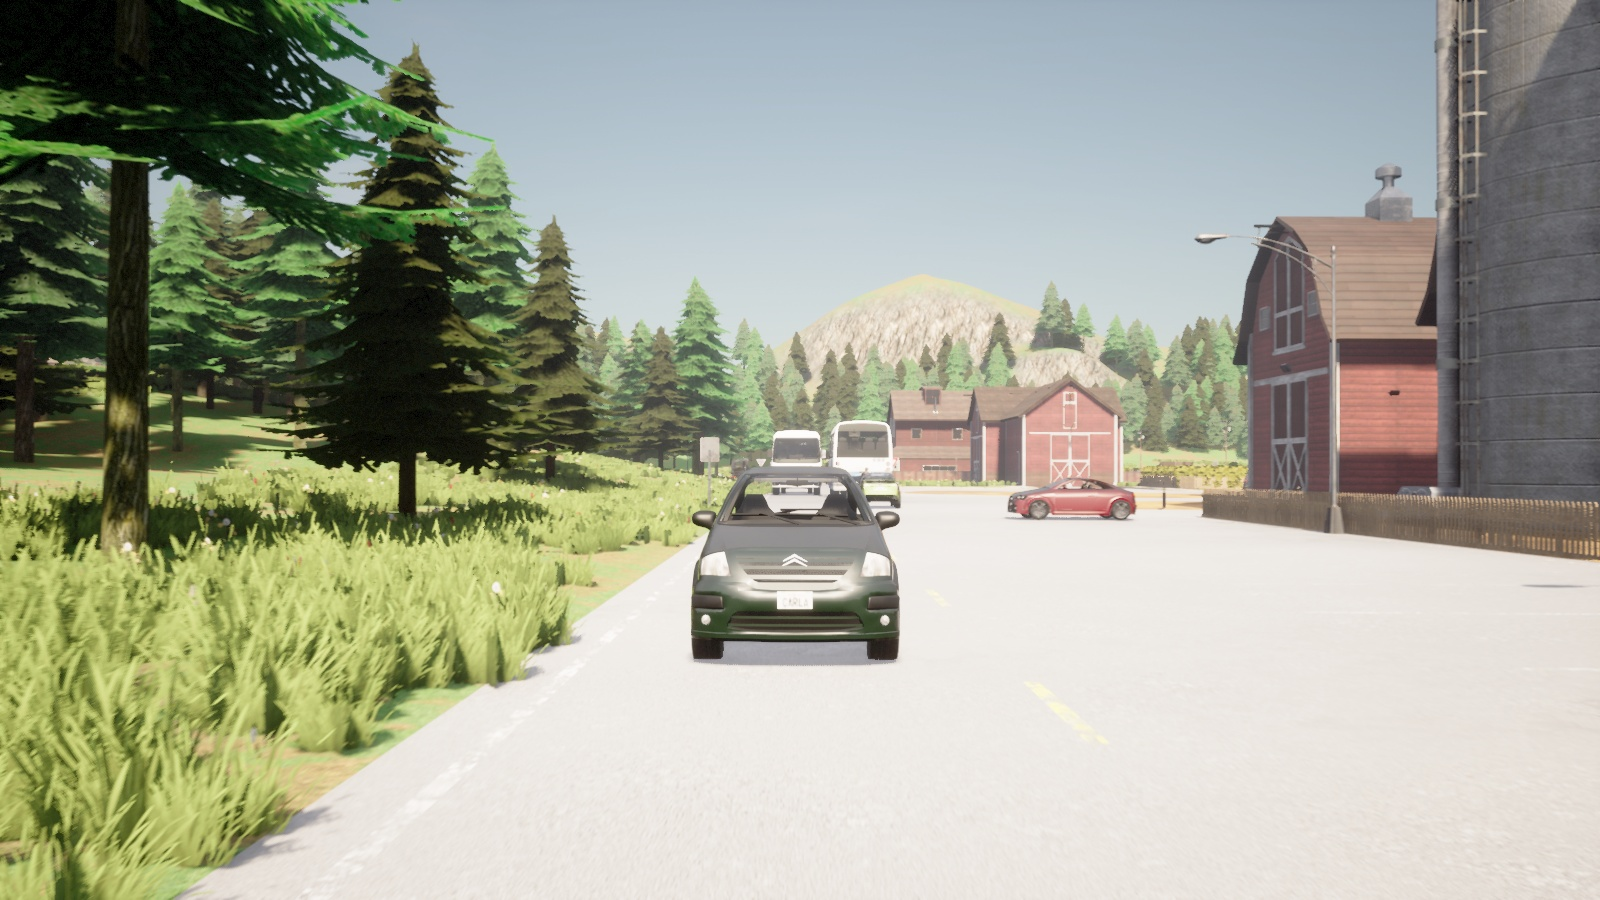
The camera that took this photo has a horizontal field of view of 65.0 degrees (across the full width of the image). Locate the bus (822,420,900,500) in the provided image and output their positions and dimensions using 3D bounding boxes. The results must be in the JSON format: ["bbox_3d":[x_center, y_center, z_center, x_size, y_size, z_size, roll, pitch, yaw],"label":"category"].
[{"bbox_3d":[3.321,0.630,71.964,3.944,4.253,10.273,0,-1,0],"label":"bus"}]

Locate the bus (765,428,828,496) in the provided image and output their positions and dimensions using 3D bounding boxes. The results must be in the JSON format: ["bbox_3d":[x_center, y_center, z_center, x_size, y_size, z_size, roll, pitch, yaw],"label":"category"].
[{"bbox_3d":[-0.210,0.849,84.141,3.944,4.253,10.273,0,-1,0],"label":"bus"}]

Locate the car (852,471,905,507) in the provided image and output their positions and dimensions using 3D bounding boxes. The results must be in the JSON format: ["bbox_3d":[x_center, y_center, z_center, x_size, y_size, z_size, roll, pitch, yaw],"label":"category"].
[{"bbox_3d":[3.367,1.664,54.713,2.007,1.525,4.514,0,-1,0],"label":"car"}]

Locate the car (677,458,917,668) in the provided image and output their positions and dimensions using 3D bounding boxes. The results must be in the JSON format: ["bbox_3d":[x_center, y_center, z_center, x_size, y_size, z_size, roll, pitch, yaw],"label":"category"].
[{"bbox_3d":[-0.029,0.909,11.721,1.851,1.617,3.988,0,-1,0],"label":"car"}]
